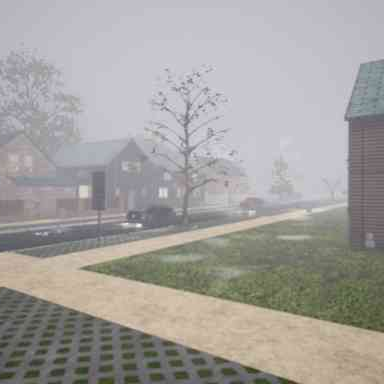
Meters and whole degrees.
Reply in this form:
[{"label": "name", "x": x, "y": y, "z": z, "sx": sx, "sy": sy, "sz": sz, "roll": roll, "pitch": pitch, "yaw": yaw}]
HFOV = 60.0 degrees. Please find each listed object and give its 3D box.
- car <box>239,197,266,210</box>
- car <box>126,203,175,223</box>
[{"label": "car", "x": 7.608, "y": 1.358, "z": 41.758, "sx": 1.882, "sy": 1.535, "sz": 5.008, "roll": 0, "pitch": 0, "yaw": 34}, {"label": "car", "x": -3.131, "y": 1.541, "z": 25.692, "sx": 1.994, "sy": 1.385, "sz": 4.181, "roll": 0, "pitch": 0, "yaw": 34}]
